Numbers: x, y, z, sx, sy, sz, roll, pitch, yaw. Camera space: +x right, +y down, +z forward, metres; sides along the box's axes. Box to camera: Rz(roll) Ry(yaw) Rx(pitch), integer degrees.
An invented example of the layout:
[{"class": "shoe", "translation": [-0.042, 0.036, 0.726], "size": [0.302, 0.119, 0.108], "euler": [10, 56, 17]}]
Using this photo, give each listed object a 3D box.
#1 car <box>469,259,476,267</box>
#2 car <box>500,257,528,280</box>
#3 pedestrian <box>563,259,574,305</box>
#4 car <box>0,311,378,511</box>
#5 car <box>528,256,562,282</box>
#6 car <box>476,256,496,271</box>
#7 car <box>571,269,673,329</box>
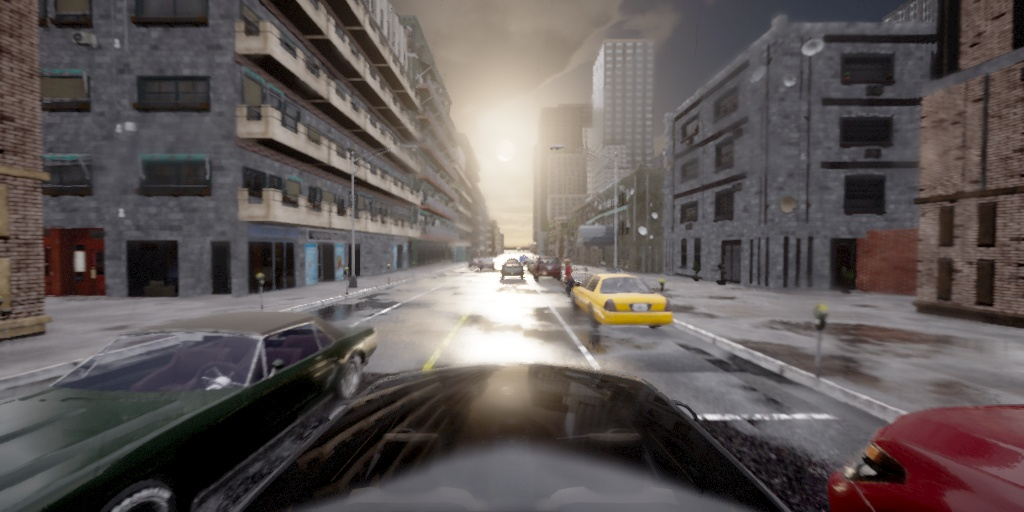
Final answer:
[{"class": "car", "translation": [-5.684, 1.049, 55.456], "size": [1.802, 1.307, 4.207], "euler": [0, 0, 0]}, {"class": "car", "translation": [0.053, 1.099, 29.776], "size": [2.128, 1.511, 4.902], "euler": [0, 0, 0]}, {"class": "pedestrian", "translation": [2.230, 0.982, 13.929], "size": [0.375, 1.860, 0.375], "euler": [-1, 1, 0]}, {"class": "car", "translation": [-3.101, 1.342, 3.594], "size": [1.895, 1.301, 4.718], "euler": [0, 0, 0]}, {"class": "car", "translation": [2.660, 0.932, 27.601], "size": [2.192, 1.841, 5.009], "euler": [0, 0, 0]}, {"class": "car", "translation": [-3.077, 1.050, 45.149], "size": [1.812, 1.442, 4.674], "euler": [0, 0, 0]}, {"class": "car", "translation": [3.001, 1.159, 10.953], "size": [1.801, 1.575, 5.366], "euler": [0, 0, 0]}]
